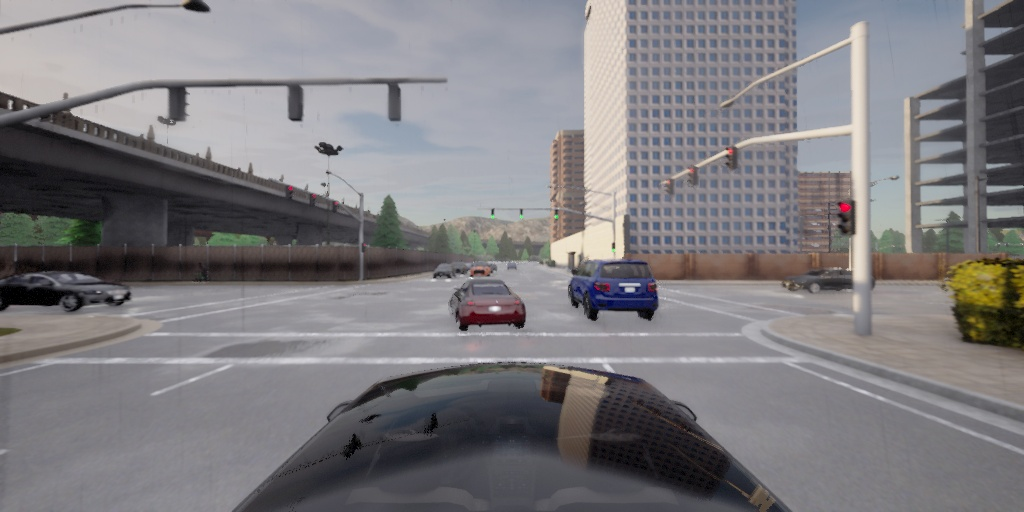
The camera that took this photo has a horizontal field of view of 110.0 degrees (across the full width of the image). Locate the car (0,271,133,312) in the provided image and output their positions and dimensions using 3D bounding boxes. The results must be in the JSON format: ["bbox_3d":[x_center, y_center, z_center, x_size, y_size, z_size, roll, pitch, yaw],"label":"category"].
[{"bbox_3d":[-18.594,1.419,14.728,4.902,1.511,2.128,0,-1,0],"label":"car"}]

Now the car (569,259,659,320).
[{"bbox_3d":[3.602,1.124,13.616,2.150,2.045,5.566,0,0,0],"label":"car"}]

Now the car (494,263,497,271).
[{"bbox_3d":[-3.578,1.699,50.443,2.128,1.511,4.902,0,-1,0],"label":"car"}]

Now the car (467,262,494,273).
[{"bbox_3d":[-3.583,1.475,41.373,2.097,1.767,4.553,0,-1,0],"label":"car"}]

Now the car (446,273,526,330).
[{"bbox_3d":[-0.937,1.440,11.803,1.994,1.385,4.181,0,-1,-13],"label":"car"}]

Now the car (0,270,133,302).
[{"bbox_3d":[-22.597,1.487,18.240,4.674,1.442,1.812,0,-1,0],"label":"car"}]

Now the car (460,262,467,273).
[{"bbox_3d":[-7.085,1.529,47.114,2.097,1.767,4.553,0,-1,0],"label":"car"}]

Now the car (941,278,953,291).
[{"bbox_3d":[29.253,1.560,22.024,4.181,1.385,1.994,0,-1,-1],"label":"car"}]

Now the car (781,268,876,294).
[{"bbox_3d":[19.309,1.501,22.003,4.892,1.490,1.837,0,-1,0],"label":"car"}]

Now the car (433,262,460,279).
[{"bbox_3d":[-7.090,1.598,38.229,1.837,1.490,4.892,0,0,0],"label":"car"}]

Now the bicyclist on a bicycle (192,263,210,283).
[{"bbox_3d":[-25.295,1.364,29.198,0.582,1.620,1.656,0,0,0],"label":"bicyclist on a bicycle"}]
